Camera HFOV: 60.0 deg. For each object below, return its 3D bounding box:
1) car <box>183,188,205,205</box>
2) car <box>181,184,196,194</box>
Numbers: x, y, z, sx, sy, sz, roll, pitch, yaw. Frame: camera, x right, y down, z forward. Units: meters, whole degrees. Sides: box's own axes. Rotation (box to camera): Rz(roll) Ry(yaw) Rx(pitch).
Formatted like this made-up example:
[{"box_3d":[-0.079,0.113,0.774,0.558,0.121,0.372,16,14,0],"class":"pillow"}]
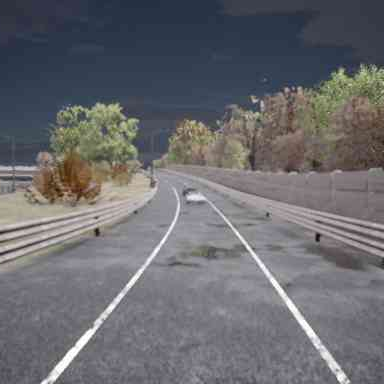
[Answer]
[{"box_3d":[0.284,0.594,36.577,1.895,1.301,4.718,0,4,-3],"class":"car"},{"box_3d":[-0.428,-0.333,48.055,1.837,1.490,4.892,0,5,-5],"class":"car"}]
